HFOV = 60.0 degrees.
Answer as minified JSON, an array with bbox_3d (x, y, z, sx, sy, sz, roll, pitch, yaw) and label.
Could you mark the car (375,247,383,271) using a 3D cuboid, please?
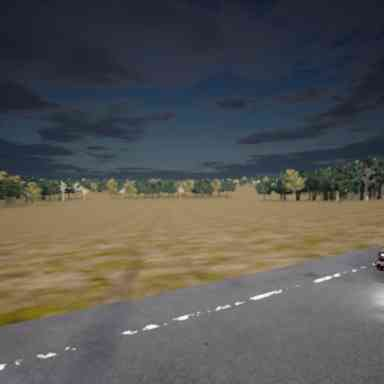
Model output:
[{"bbox_3d":[7.286,1.503,9.396,5.357,1.411,2.033,-1,0,-37],"label":"car"}]
